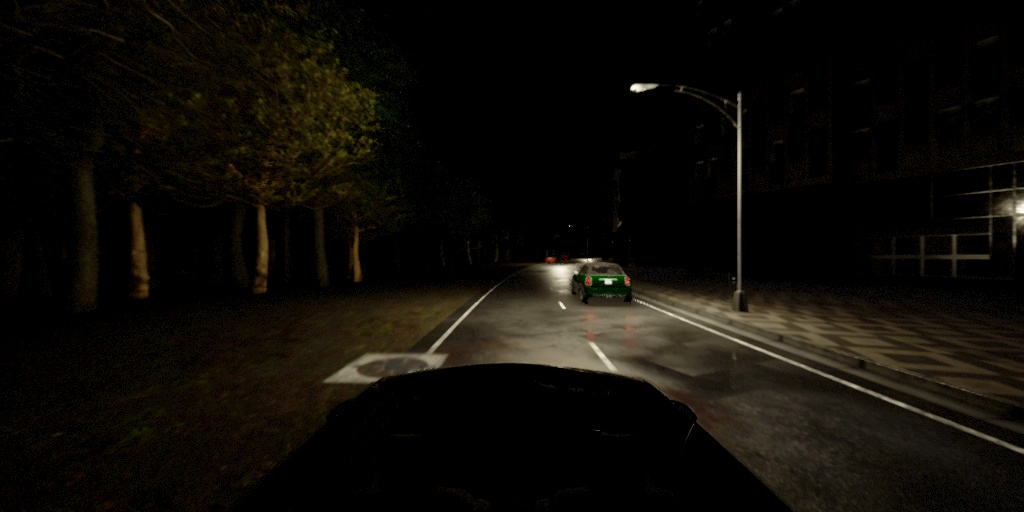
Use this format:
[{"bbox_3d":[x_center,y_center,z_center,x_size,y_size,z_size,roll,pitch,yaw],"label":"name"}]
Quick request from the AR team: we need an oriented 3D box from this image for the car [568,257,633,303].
[{"bbox_3d":[4.012,1.094,16.702,2.097,1.767,4.553,0,0,3],"label":"car"}]
